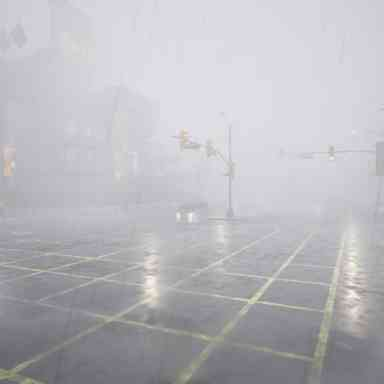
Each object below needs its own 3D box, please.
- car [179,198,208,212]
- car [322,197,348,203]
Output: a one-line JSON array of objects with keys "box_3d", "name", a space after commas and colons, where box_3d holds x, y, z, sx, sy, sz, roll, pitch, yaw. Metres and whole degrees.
[{"box_3d": [0.261, 1.477, 39.541, 1.882, 1.535, 5.008, 0, 0, 27], "name": "car"}, {"box_3d": [29.201, 1.593, 68.117, 4.718, 1.301, 1.895, 0, 0, 17], "name": "car"}]
